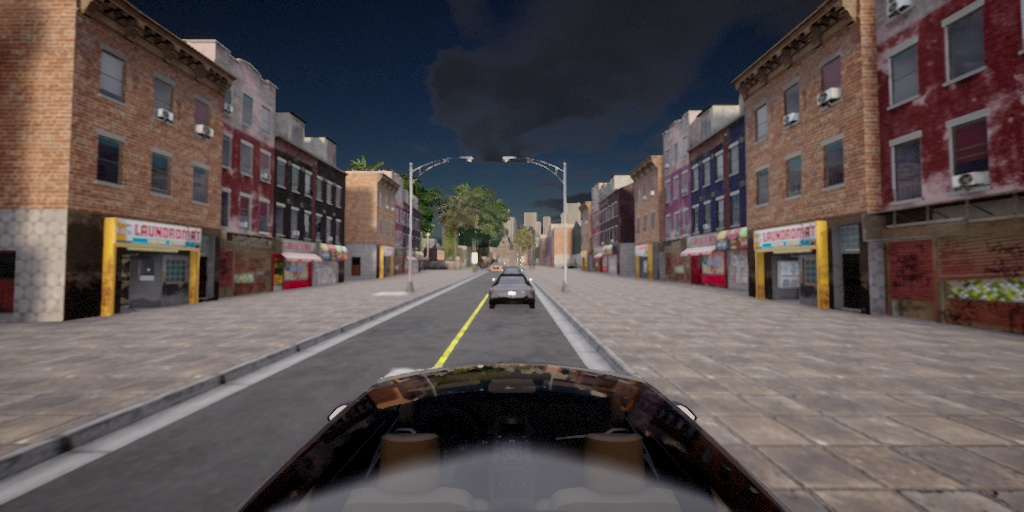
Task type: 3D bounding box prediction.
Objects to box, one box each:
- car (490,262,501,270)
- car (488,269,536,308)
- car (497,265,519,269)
[{"bbox_3d":[-2.725,1.880,63.539,2.097,1.767,4.553,0,-1,0],"label":"car"},{"bbox_3d":[0.010,1.472,16.204,1.994,1.385,4.181,0,-1,0],"label":"car"},{"bbox_3d":[0.013,1.652,31.180,1.994,1.385,4.181,0,-1,0],"label":"car"}]
